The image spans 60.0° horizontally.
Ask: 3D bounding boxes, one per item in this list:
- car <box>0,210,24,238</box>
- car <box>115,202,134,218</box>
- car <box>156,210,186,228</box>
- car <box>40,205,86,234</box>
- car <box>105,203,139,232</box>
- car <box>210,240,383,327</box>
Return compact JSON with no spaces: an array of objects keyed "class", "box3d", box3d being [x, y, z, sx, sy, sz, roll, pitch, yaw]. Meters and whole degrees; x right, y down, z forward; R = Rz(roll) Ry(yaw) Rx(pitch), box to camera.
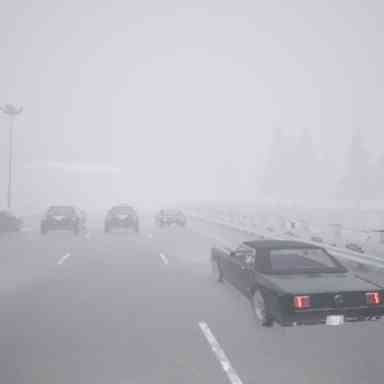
[{"class":"car","box3d":[-11.063,1.709,18.544,2.033,1.411,5.357,1,-1,-11]},{"class":"car","box3d":[-7.765,2.053,38.400,2.097,1.767,4.553,1,-2,-11]},{"class":"car","box3d":[-1.729,2.011,25.579,1.895,1.301,4.718,1,-1,-11]},{"class":"car","box3d":[-7.976,1.598,21.029,2.097,1.767,4.553,1,-1,-11]},{"class":"car","box3d":[-4.665,1.659,22.343,2.097,1.767,4.553,1,-1,-11]},{"class":"car","box3d":[1.796,1.711,7.315,1.895,1.301,4.718,1,-1,-11]}]
